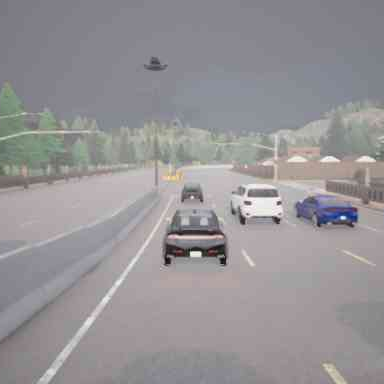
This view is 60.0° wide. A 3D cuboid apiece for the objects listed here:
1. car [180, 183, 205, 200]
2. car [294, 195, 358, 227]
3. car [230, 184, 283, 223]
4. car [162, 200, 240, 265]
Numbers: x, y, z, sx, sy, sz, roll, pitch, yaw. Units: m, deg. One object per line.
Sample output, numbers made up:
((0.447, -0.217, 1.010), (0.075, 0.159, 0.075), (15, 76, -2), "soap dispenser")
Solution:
((0.009, -0.038, 28.958), (1.837, 1.490, 4.892), (0, 5, 0), "car")
((7.066, 0.888, 18.045), (1.882, 1.535, 5.008), (0, 4, 0), "car")
((3.569, 0.544, 19.229), (2.150, 2.045, 5.566), (0, 4, -1), "car")
((0.092, 1.296, 11.031), (2.128, 1.511, 4.902), (0, 2, 0), "car")
